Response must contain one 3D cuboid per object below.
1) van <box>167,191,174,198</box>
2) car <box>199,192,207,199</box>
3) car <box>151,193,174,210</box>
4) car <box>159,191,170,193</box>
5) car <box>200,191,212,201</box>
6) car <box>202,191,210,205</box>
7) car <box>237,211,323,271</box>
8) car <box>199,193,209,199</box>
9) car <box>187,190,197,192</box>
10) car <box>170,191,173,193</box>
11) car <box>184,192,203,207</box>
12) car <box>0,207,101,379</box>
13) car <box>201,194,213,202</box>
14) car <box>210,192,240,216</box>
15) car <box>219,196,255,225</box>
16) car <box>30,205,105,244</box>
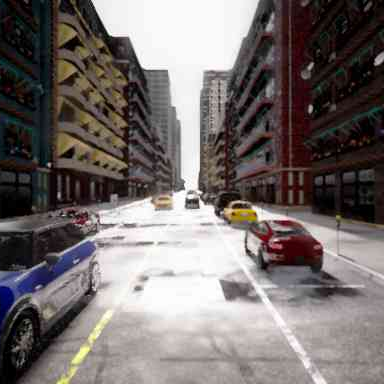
[{"bbox_3d":[-5.688,0.636,87.911,1.690,1.788,3.998,1,0,0],"label":"van"},{"bbox_3d":[2.690,0.864,82.596,1.752,1.417,4.829,1,0,0],"label":"car"},{"bbox_3d":[-3.096,1.184,37.465,1.882,1.535,5.008,0,0,0],"label":"car"},{"bbox_3d":[-5.682,0.839,60.209,2.192,1.841,5.009,1,0,0],"label":"car"},{"bbox_3d":[2.697,0.792,65.803,2.192,1.841,5.009,1,0,0],"label":"car"},{"bbox_3d":[2.697,1.053,49.183,1.967,1.590,4.097,1,0,0],"label":"car"},{"bbox_3d":[2.701,1.502,10.401,1.802,1.307,4.206,1,0,0],"label":"car"},{"bbox_3d":[2.691,0.937,76.886,2.008,1.369,4.403,1,0,0],"label":"car"},{"bbox_3d":[0.008,0.755,58.849,2.150,2.045,5.566,0,-1,1],"label":"car"},{"bbox_3d":[-5.688,0.959,71.122,1.752,1.417,4.829,1,0,0],"label":"car"},{"bbox_3d":[0.037,1.151,43.543,2.128,1.511,4.902,0,0,1],"label":"car"},{"bbox_3d":[-3.082,1.310,5.470,2.097,1.767,4.553,0,0,0],"label":"car"},{"bbox_3d":[2.694,1.068,60.266,1.887,1.381,4.507,1,0,0],"label":"car"},{"bbox_3d":[3.101,0.999,29.380,2.150,2.045,5.566,0,0,0],"label":"car"},{"bbox_3d":[3.145,1.282,22.541,1.801,1.575,5.366,0,0,0],"label":"car"},{"bbox_3d":[-5.680,1.422,15.887,1.887,1.381,4.507,1,0,0],"label":"car"}]
